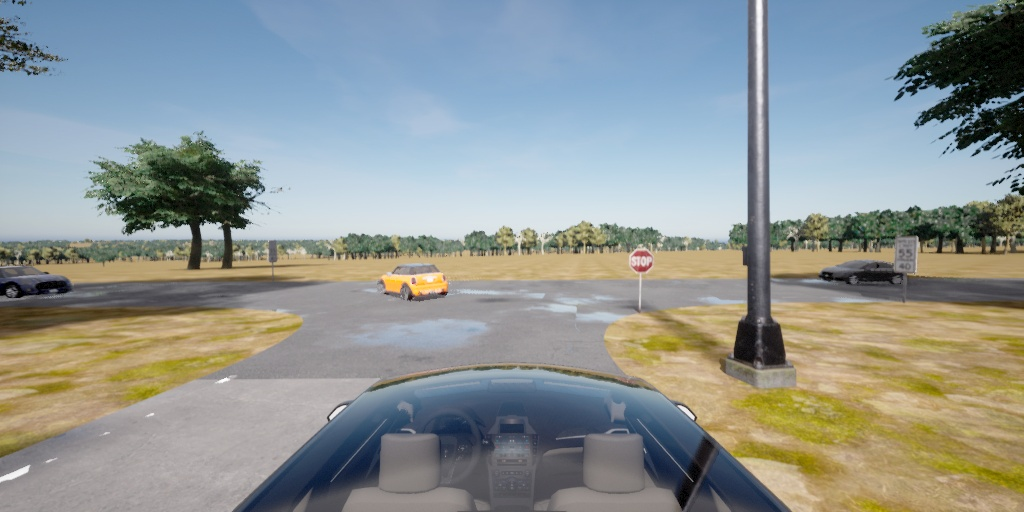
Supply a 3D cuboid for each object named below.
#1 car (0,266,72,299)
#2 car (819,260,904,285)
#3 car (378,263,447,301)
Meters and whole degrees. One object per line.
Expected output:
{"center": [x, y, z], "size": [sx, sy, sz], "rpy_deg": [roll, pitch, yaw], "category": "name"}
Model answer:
{"center": [-27.240, 1.337, 19.639], "size": [4.553, 1.767, 2.097], "rpy_deg": [-1, 2, 3], "category": "car"}
{"center": [22.935, 1.036, 23.475], "size": [4.892, 1.490, 1.837], "rpy_deg": [0, 5, -3], "category": "car"}
{"center": [-5.286, 1.173, 18.680], "size": [2.097, 1.767, 4.553], "rpy_deg": [-4, 3, -40], "category": "car"}
